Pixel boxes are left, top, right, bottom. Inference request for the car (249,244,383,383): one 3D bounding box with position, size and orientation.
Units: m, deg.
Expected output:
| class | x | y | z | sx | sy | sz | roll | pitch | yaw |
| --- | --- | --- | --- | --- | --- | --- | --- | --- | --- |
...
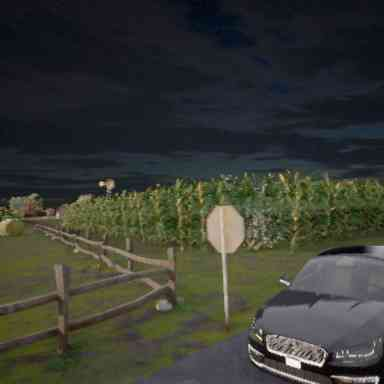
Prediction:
| class | x | y | z | sx | sy | sz | roll | pitch | yaw |
| --- | --- | --- | --- | --- | --- | --- | --- | --- | --- |
| car | 2.842 | 1.732 | 5.610 | 1.837 | 1.490 | 4.892 | -6 | -4 | 44 |
